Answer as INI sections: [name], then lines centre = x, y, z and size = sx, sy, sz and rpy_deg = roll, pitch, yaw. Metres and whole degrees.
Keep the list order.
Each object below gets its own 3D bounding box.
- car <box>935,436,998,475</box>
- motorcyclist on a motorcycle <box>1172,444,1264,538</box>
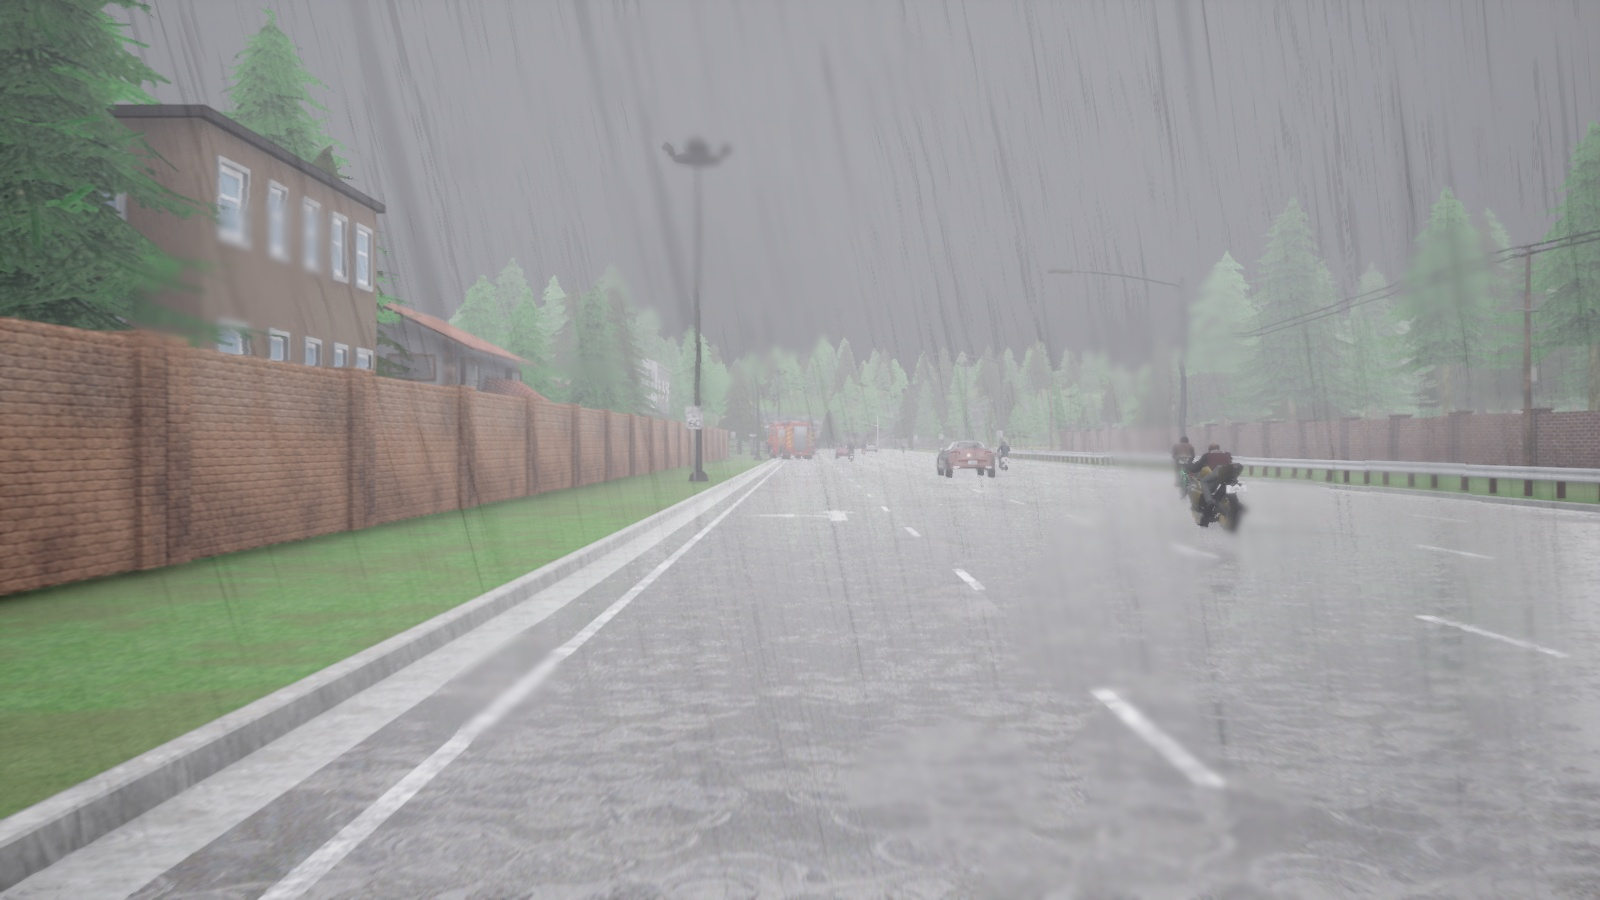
[car]
centre = 7.331, 0.217, 55.712
size = 2.152, 1.651, 5.027
rpy_deg = 0, 0, 0
[motorcyclist on a motorcycle]
centre = 7.138, 0.666, 21.554
size = 0.866, 1.530, 2.191
rpy_deg = 0, 0, 0
